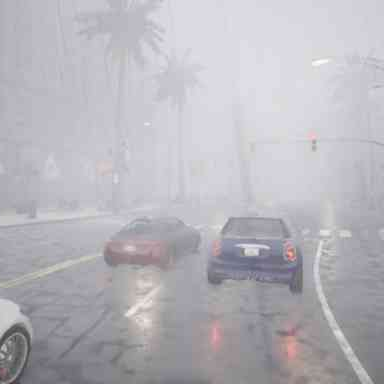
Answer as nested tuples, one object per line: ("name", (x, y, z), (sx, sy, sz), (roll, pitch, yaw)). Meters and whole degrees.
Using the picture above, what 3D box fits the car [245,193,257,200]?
("car", (12.678, 0.932, 71.099), (2.161, 1.482, 4.786), (0, 1, 22))

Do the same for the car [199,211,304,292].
("car", (1.920, 1.278, 9.099), (2.097, 1.767, 4.553), (0, 1, 18))

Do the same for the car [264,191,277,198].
("car", (21.246, 0.626, 91.286), (2.185, 1.767, 4.553), (0, 1, 22))

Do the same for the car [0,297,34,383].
("car", (-3.009, 1.494, 2.254), (1.812, 1.442, 4.674), (0, 0, 4))

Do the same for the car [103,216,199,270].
("car", (-1.080, 1.464, 10.828), (1.994, 1.385, 4.181), (0, 1, 17))
